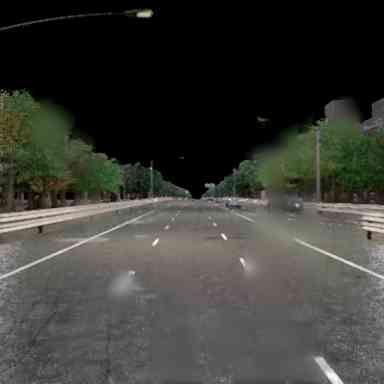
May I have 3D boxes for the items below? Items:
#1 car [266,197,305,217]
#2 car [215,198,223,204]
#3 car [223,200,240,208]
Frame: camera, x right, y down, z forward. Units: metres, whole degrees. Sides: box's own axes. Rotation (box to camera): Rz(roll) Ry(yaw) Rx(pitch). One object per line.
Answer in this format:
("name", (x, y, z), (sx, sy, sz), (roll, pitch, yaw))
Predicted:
("car", (9.788, 1.497, 35.199), (2.150, 2.045, 5.566), (0, 0, -12))
("car", (7.028, 2.220, 85.209), (2.033, 1.411, 5.357), (0, -1, 0))
("car", (6.882, 1.992, 55.878), (1.994, 1.385, 4.181), (0, 0, 0))
